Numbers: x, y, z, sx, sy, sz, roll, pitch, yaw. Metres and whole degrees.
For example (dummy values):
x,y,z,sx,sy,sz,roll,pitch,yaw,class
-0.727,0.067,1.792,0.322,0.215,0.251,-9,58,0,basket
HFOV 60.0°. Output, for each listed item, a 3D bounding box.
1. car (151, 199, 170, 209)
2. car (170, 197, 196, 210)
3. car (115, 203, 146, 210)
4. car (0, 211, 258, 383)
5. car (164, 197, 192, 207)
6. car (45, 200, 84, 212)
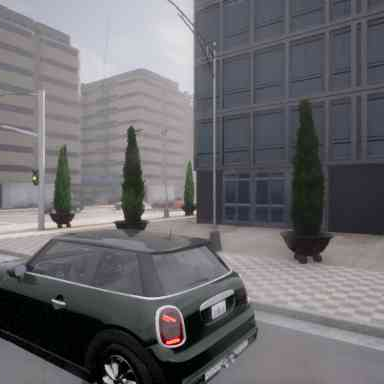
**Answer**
x,y,z,sx,sy,sz,roll,pitch,yaw,class
-3.297,1.656,44.742,1.895,1.301,4.718,0,0,35,car
-0.308,1.407,42.932,2.097,1.767,4.553,0,0,35,car
-8.145,1.581,44.288,1.812,1.442,4.674,0,0,35,car
-1.424,1.352,5.009,4.553,1.767,2.097,0,0,35,car
-2.196,1.560,52.707,1.837,1.490,4.892,0,0,35,car
-14.041,1.560,35.949,1.837,1.490,4.892,0,0,35,car
